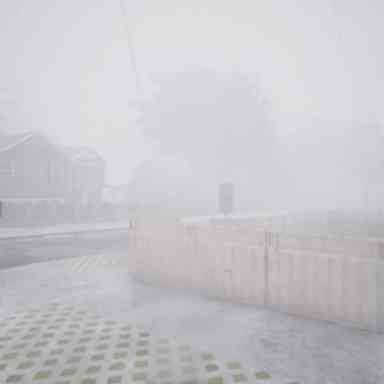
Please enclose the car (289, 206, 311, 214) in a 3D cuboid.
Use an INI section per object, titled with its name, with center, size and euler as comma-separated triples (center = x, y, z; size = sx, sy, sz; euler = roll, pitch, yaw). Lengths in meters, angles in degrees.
[car]
center = 15.069, 2.619, 46.140
size = 1.994, 1.385, 4.181
euler = 1, -1, 36
